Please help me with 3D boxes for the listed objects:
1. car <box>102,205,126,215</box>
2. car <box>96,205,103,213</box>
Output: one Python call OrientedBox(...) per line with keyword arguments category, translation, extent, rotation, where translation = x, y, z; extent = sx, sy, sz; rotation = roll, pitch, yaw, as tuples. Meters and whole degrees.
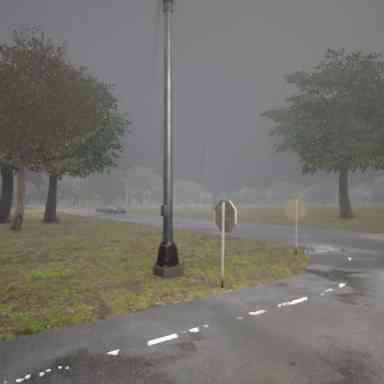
OrientedBox(category="car", translation=(-12.861, 3.047, 56.255), extent=(2.033, 1.411, 5.357), rotation=(2, -2, -34))
OrientedBox(category="car", translation=(-16.304, 3.164, 61.396), extent=(1.994, 1.385, 4.181), rotation=(2, -2, -33))
